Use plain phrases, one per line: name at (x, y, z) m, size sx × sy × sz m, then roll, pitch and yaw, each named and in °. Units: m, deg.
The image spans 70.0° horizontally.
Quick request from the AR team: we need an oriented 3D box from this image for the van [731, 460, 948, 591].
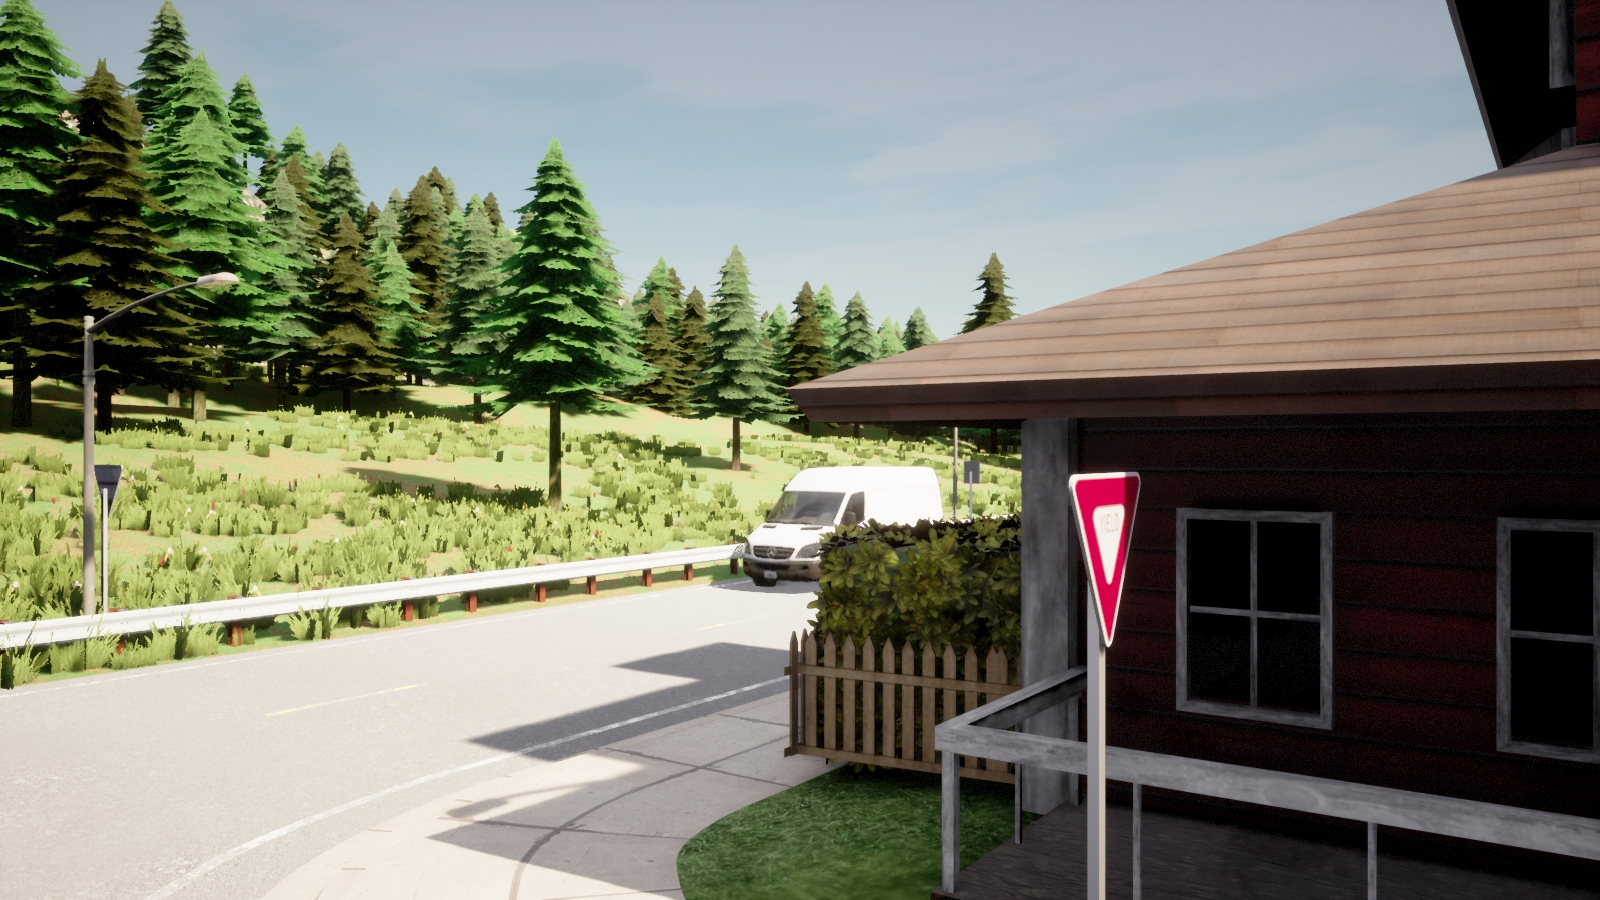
van at (1.072, 1.535, 25.718) m, size 1.988 × 2.561 × 5.915 m, roll 0°, pitch 0°, yaw 35°
